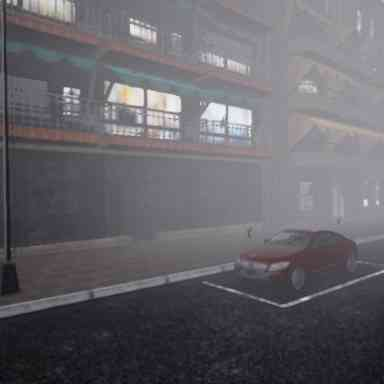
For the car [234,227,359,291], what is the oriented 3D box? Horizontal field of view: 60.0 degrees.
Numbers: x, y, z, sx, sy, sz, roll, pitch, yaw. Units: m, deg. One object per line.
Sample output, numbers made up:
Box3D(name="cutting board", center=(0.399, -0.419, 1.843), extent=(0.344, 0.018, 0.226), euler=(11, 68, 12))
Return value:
Box3D(name="car", center=(3.014, 1.651, 9.119), extent=(4.206, 1.307, 1.802), euler=(0, -1, -39))
